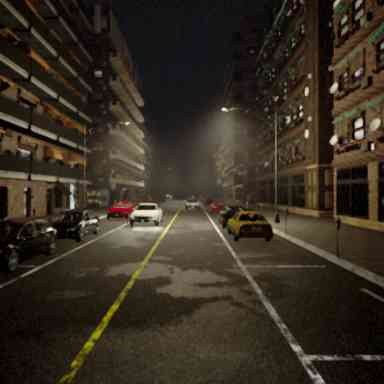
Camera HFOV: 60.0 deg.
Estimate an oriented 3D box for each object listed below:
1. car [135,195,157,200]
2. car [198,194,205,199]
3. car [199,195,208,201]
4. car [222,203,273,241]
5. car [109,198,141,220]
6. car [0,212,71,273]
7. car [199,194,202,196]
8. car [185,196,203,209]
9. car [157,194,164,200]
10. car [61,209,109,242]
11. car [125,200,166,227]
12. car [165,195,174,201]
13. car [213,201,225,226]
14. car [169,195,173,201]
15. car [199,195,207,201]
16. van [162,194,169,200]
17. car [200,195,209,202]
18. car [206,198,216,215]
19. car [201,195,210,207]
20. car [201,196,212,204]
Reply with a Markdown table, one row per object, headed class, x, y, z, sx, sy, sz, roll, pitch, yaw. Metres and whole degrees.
| class | x | y | z | sx | sy | sz | roll | pitch | yaw |
| --- | --- | --- | --- | --- | --- | --- | --- | --- | --- |
| car | -5.689 | 1.246 | 38.600 | 2.192 | 1.841 | 5.009 | 0 | 0 | 0 |
| car | 2.687 | 1.375 | 94.959 | 1.887 | 1.381 | 4.507 | 0 | 0 | 0 |
| car | 2.689 | 1.404 | 78.049 | 1.887 | 1.381 | 4.507 | 0 | 0 | 0 |
| car | 2.692 | 1.496 | 16.220 | 1.752 | 1.417 | 4.829 | 0 | 0 | 0 |
| car | -5.690 | 1.496 | 27.327 | 1.887 | 1.381 | 4.507 | 0 | 0 | 0 |
| car | -5.689 | 1.532 | 10.418 | 2.008 | 1.369 | 4.403 | 0 | 0 | 0 |
| car | 0.096 | 1.391 | 55.776 | 2.128 | 1.511 | 4.902 | 0 | 0 | 0 |
| car | 0.098 | 1.521 | 44.013 | 1.895 | 1.301 | 4.718 | 0 | 0 | 0 |
| car | -5.690 | 1.436 | 49.701 | 1.752 | 1.417 | 4.829 | 0 | 0 | 0 |
| car | -5.690 | 1.522 | 16.055 | 2.008 | 1.369 | 4.403 | 0 | 0 | 0 |
| car | -3.026 | 1.484 | 22.771 | 1.812 | 1.442 | 4.674 | 0 | 0 | 1 |
| car | -5.692 | 1.401 | 83.689 | 2.008 | 1.369 | 4.403 | 0 | 0 | 0 |
| car | 2.691 | 1.527 | 21.687 | 1.947 | 1.339 | 4.313 | 0 | 0 | 0 |
| car | -5.692 | 1.411 | 78.053 | 2.008 | 1.369 | 4.403 | 0 | 0 | 0 |
| car | 2.688 | 1.432 | 83.686 | 1.802 | 1.307 | 4.206 | 0 | 0 | 0 |
| van | -5.690 | 1.231 | 61.144 | 1.690 | 1.788 | 3.998 | 0 | 0 | 0 |
| car | 2.689 | 1.435 | 72.413 | 1.947 | 1.339 | 4.313 | 0 | 0 | 0 |
| car | 2.690 | 1.522 | 32.959 | 1.802 | 1.307 | 4.206 | 0 | 0 | 0 |
| car | 2.690 | 1.492 | 49.868 | 1.802 | 1.307 | 4.206 | 0 | 0 | 0 |
| car | 2.689 | 1.415 | 61.311 | 1.752 | 1.417 | 4.829 | 0 | 0 | 0 |
